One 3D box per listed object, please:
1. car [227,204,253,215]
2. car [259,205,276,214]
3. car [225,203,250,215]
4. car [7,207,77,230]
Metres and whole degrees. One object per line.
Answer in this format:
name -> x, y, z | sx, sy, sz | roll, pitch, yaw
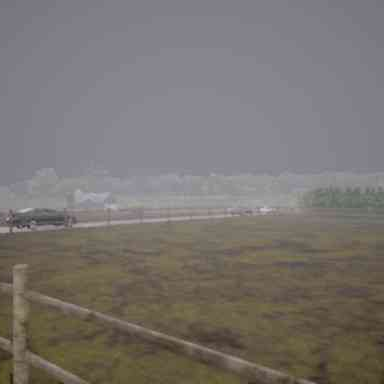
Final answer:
car -> 7.463, 2.773, 49.641 | 1.994, 1.385, 4.181 | -3, -3, 36
car -> 13.197, 3.063, 57.683 | 1.812, 1.442, 4.674 | -3, -4, 36
car -> 7.567, 2.798, 54.591 | 2.097, 1.767, 4.553 | -3, -3, 36
car -> -10.819, 1.901, 24.404 | 1.837, 1.490, 4.892 | -3, -3, 36
